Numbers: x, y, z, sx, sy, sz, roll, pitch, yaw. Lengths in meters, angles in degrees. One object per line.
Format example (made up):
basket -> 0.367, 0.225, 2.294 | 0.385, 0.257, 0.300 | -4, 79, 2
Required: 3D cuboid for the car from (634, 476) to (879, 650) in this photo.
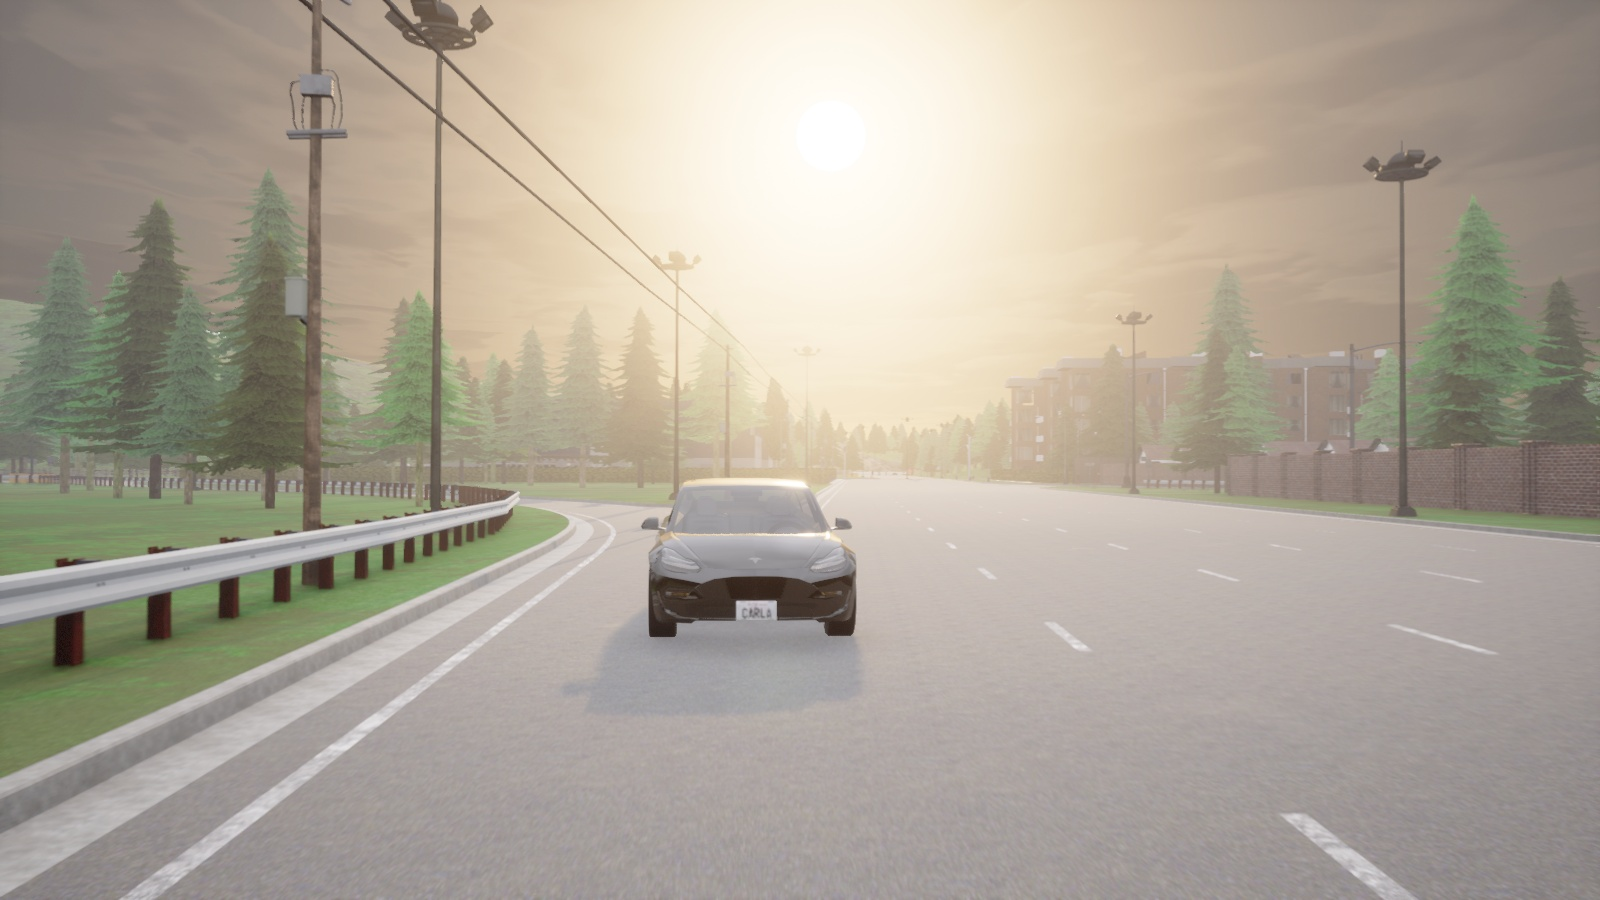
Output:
car -> -0.591, 1.043, 13.481 | 2.163, 1.488, 4.792 | 0, -1, -5
